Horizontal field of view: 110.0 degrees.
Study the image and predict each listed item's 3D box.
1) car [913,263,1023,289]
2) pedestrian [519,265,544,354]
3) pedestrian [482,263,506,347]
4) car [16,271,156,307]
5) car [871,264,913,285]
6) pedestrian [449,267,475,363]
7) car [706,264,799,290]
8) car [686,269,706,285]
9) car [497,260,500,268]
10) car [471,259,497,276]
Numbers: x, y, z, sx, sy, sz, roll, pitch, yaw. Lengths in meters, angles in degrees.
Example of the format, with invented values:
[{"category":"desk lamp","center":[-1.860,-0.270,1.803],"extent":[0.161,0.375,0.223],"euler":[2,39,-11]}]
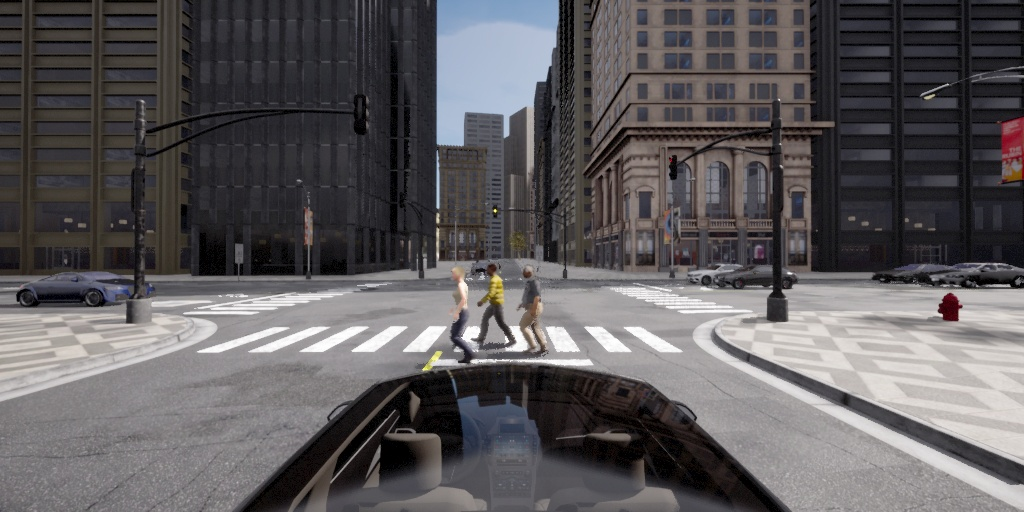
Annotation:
[{"category":"car","center":[28.150,1.168,21.737],"extent":[4.902,1.511,2.128],"euler":[0,0,0]},{"category":"pedestrian","center":[0.383,1.038,7.170],"extent":[0.375,1.860,0.375],"euler":[0,0,0]},{"category":"pedestrian","center":[-0.377,1.030,7.771],"extent":[0.375,1.860,0.375],"euler":[0,0,0]},{"category":"car","center":[-17.654,1.333,15.011],"extent":[4.181,1.385,1.994],"euler":[0,0,0]},{"category":"car","center":[28.496,1.249,24.992],"extent":[5.357,1.411,2.033],"euler":[0,0,0]},{"category":"pedestrian","center":[-0.944,1.044,6.570],"extent":[0.375,1.860,0.375],"euler":[0,0,0]},{"category":"car","center":[14.707,1.238,21.726],"extent":[4.674,1.442,1.812],"euler":[0,0,-1]},{"category":"car","center":[14.643,1.262,24.986],"extent":[4.674,1.442,1.812],"euler":[0,0,0]},{"category":"car","center":[-3.043,1.377,48.235],"extent":[1.994,1.385,4.181],"euler":[0,0,0]},{"category":"car","center":[-3.039,1.141,37.641],"extent":[2.097,1.767,4.553],"euler":[0,0,0]}]
